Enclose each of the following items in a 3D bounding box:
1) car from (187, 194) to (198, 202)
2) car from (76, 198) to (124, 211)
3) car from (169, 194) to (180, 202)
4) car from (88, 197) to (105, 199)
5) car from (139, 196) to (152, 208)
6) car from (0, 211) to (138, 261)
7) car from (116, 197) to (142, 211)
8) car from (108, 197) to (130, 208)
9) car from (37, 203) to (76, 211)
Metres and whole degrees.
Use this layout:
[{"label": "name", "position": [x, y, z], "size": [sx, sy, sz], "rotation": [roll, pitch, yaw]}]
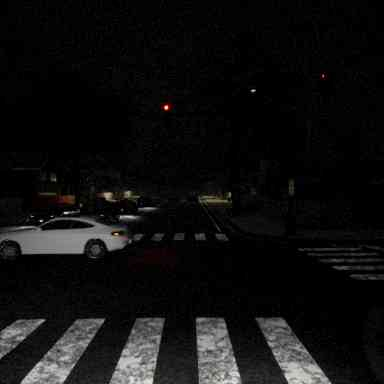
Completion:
[{"label": "car", "position": [0.072, 1.034, 61.141], "size": [1.882, 1.535, 5.008], "rotation": [0, 1, 0]}, {"label": "car", "position": [-6.611, 1.468, 24.512], "size": [1.837, 1.490, 4.892], "rotation": [0, 0, 0]}, {"label": "car", "position": [-3.178, 1.068, 59.856], "size": [2.128, 1.511, 4.902], "rotation": [0, 1, 0]}, {"label": "car", "position": [-9.865, 1.285, 33.816], "size": [2.097, 1.767, 4.553], "rotation": [0, 0, 0]}, {"label": "car", "position": [-6.610, 1.307, 45.849], "size": [1.837, 1.490, 4.892], "rotation": [0, 1, 0]}, {"label": "car", "position": [-4.527, 1.563, 11.941], "size": [4.674, 1.442, 1.812], "rotation": [-1, 0, -1]}, {"label": "car", "position": [-6.612, 1.499, 33.409], "size": [1.994, 1.385, 4.181], "rotation": [0, 0, 0]}, {"label": "car", "position": [-9.860, 1.412, 45.247], "size": [1.895, 1.301, 4.718], "rotation": [0, 1, 0]}, {"label": "car", "position": [-9.863, 1.511, 24.432], "size": [2.033, 1.411, 5.357], "rotation": [0, 0, 0]}]
